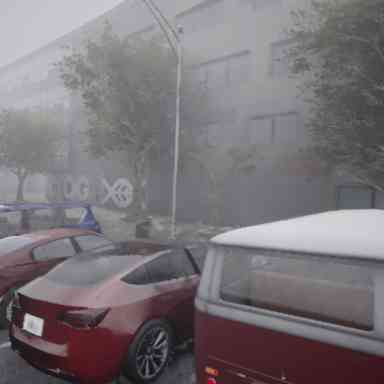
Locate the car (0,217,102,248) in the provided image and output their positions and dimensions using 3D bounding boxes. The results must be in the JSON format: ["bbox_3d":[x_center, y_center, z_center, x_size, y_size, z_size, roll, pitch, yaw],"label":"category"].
[{"bbox_3d":[-2.737,1.533,7.237,2.097,1.535,5.008,-1,-1,35],"label":"car"}]

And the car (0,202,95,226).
[{"bbox_3d":[-4.982,1.334,8.806,2.435,2.045,5.566,-1,-1,36],"label":"car"}]

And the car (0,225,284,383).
[{"bbox_3d":[-0.414,1.526,5.616,2.163,1.488,4.792,-1,-1,36],"label":"car"}]
